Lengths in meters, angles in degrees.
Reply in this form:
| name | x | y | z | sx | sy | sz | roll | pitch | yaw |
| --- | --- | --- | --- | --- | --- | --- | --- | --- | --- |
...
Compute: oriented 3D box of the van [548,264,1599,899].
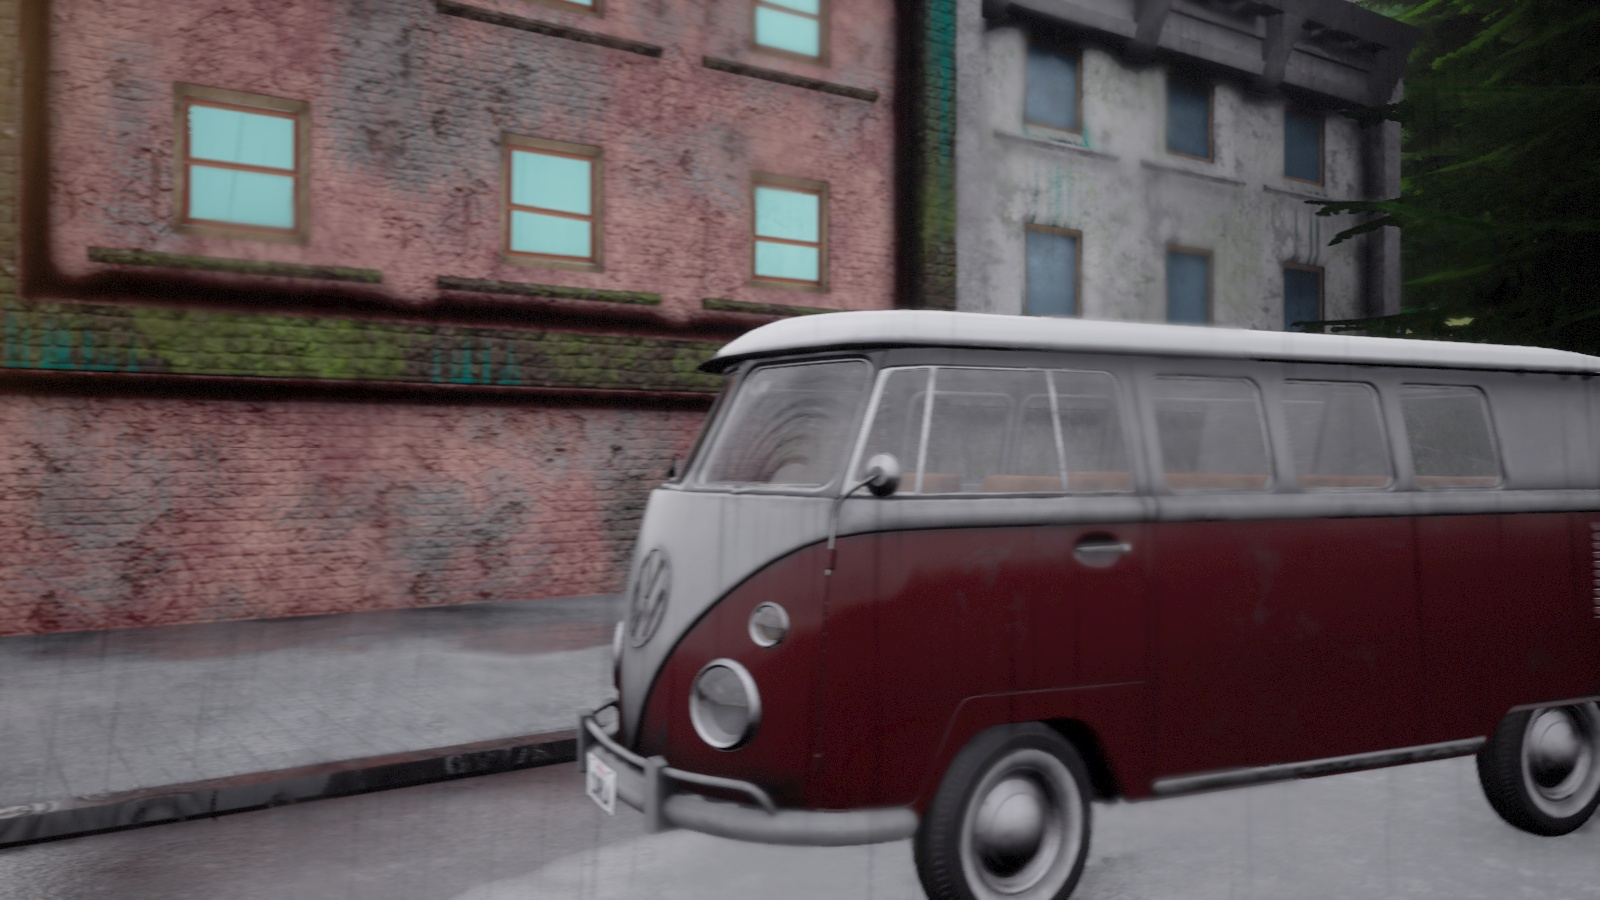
| name | x | y | z | sx | sy | sz | roll | pitch | yaw |
| --- | --- | --- | --- | --- | --- | --- | --- | --- | --- |
| van | 1.406 | 0.508 | 5.034 | 4.442 | 1.987 | 1.775 | 0 | 0 | -25 |
